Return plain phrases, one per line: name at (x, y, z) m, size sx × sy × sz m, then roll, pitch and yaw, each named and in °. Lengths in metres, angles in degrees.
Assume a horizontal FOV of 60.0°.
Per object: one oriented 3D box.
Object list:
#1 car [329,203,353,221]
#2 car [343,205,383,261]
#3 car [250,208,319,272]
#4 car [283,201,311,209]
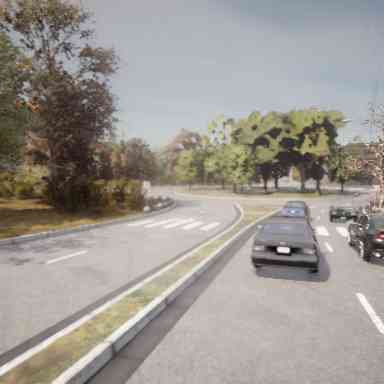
car at (11.469, 1.509, 25.327) m, size 1.895 × 1.301 × 4.718 m, roll 2°, pitch 1°, yaw 22°
car at (6.807, 1.488, 11.856) m, size 1.837 × 1.490 × 4.892 m, roll 1°, pitch 1°, yaw 18°
car at (3.032, 1.478, 10.717) m, size 2.033 × 1.411 × 5.357 m, roll 1°, pitch 1°, yaw 17°
car at (7.828, 1.388, 25.028) m, size 2.033 × 1.411 × 5.357 m, roll 2°, pitch 1°, yaw 22°
